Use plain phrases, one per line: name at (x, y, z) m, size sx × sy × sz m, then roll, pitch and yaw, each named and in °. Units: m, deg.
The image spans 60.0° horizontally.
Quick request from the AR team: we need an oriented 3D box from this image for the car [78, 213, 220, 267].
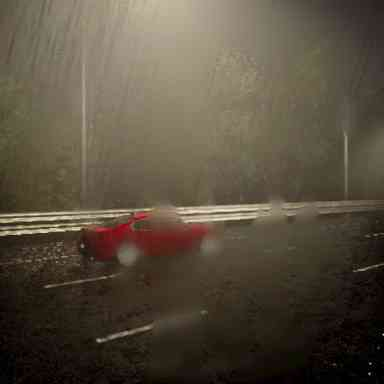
car at (-1.283, 1.460, 11.432) m, size 5.008 × 1.535 × 1.882 m, roll 0°, pitch 0°, yaw -35°
